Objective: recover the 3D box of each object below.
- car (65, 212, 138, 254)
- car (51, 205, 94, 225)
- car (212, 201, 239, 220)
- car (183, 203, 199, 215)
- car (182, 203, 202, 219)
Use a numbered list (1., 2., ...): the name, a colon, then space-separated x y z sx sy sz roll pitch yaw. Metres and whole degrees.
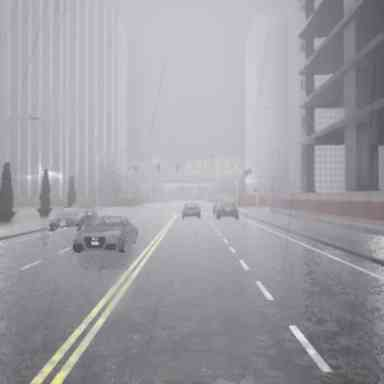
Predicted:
1. car: -3.591 1.760 14.423 1.994 1.385 4.181 0 -1 1
2. car: -7.068 1.520 20.453 1.812 1.442 4.674 0 -1 0
3. car: 3.463 1.802 33.870 2.097 1.767 4.553 0 -1 0
4. car: -0.097 2.146 43.641 1.994 1.385 4.181 0 -1 0
5. car: -0.037 1.952 34.419 2.128 1.511 4.902 0 -1 0
